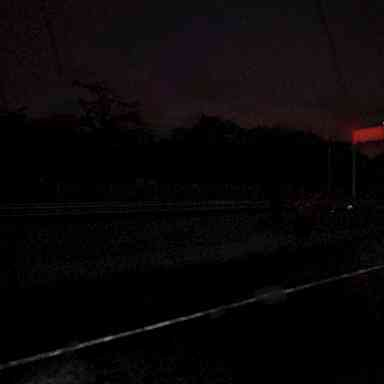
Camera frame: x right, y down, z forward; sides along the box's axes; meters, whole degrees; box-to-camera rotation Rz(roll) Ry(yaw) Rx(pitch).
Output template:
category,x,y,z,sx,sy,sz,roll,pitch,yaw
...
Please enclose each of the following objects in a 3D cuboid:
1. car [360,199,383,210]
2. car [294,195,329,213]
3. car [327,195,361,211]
category,x,y,z,sx,sy,sz,roll,pitch,yaw
car,17.382,1.572,29.288,4.902,1.511,2.128,0,0,-35
car,13.145,1.301,34.866,5.566,2.045,2.150,0,0,-35
car,15.611,1.434,32.324,4.553,1.767,2.097,0,0,-35
